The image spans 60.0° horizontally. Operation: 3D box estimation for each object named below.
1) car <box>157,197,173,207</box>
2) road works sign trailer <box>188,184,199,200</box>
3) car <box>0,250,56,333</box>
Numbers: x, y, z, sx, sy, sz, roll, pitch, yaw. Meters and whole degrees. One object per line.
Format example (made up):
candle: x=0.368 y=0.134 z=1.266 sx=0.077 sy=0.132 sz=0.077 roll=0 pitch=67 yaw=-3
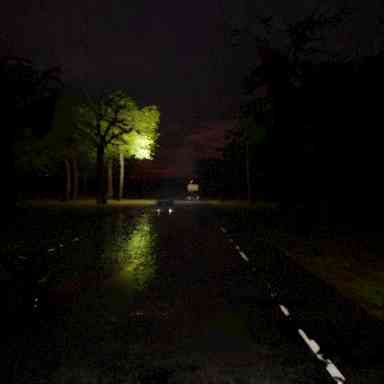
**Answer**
car: x=-3.570 y=1.314 z=44.779 sx=1.895 sy=1.301 sz=4.718 roll=0 pitch=0 yaw=0
road works sign trailer: x=0.227 y=0.041 z=73.389 sx=2.380 sy=3.560 sz=2.880 roll=0 pitch=0 yaw=-8
car: x=-3.600 y=1.516 z=4.244 sx=2.033 sy=1.411 sz=5.357 roll=0 pitch=0 yaw=0
